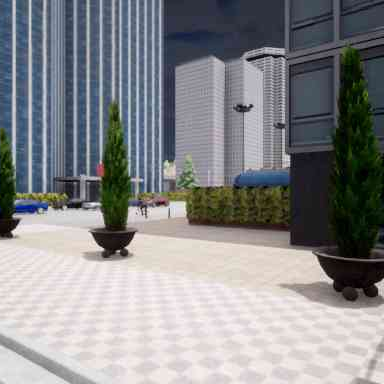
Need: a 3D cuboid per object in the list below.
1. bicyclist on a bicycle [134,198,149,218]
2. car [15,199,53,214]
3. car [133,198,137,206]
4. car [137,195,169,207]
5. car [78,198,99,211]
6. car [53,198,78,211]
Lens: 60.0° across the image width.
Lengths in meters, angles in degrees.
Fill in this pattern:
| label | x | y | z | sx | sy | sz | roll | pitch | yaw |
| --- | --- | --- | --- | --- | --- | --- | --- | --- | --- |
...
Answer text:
| label | x | y | z | sx | sy | sz | roll | pitch | yaw |
| --- | --- | --- | --- | --- | --- | --- | --- | --- | --- |
| bicyclist on a bicycle | -4.075 | 1.301 | 26.657 | 1.656 | 1.620 | 0.582 | 0 | 0 | 35 |
| car | -17.048 | 1.478 | 33.383 | 1.882 | 1.535 | 5.008 | 0 | 0 | 35 |
| car | -9.287 | 1.547 | 50.511 | 2.033 | 1.411 | 5.357 | 0 | 0 | 35 |
| car | -5.490 | 1.352 | 49.816 | 2.097 | 1.767 | 4.553 | 0 | 0 | 35 |
| car | -11.338 | 1.601 | 41.516 | 1.895 | 1.301 | 4.718 | 0 | 0 | 35 |
| car | -15.215 | 1.478 | 42.086 | 1.882 | 1.535 | 5.008 | 0 | 0 | 35 |
